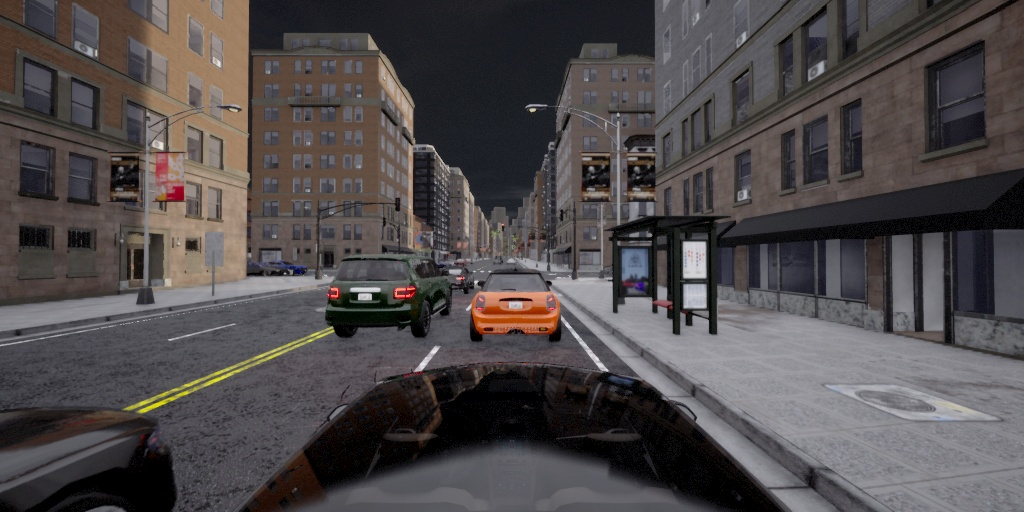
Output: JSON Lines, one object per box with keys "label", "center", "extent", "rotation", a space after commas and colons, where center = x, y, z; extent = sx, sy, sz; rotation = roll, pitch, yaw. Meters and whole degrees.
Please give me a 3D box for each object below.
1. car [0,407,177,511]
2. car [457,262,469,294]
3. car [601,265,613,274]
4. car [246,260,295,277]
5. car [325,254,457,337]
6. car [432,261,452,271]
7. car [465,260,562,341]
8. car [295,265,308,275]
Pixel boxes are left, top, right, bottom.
{"label": "car", "center": [-3.145, 1.242, 0.352], "extent": [2.128, 1.511, 4.902], "rotation": [0, 0, 0]}
{"label": "car", "center": [-3.199, 1.282, 20.108], "extent": [1.812, 1.442, 4.674], "rotation": [0, 0, 0]}
{"label": "car", "center": [12.627, 1.442, 42.166], "extent": [4.181, 1.385, 1.994], "rotation": [0, -1, 0]}
{"label": "car", "center": [-22.918, 1.175, 32.008], "extent": [5.357, 1.411, 2.033], "rotation": [0, -1, 0]}
{"label": "car", "center": [-3.171, 0.974, 10.401], "extent": [2.150, 2.045, 5.566], "rotation": [0, 0, 0]}
{"label": "car", "center": [-9.965, 1.368, 51.119], "extent": [1.895, 1.301, 4.718], "rotation": [0, 0, 0]}
{"label": "car", "center": [0.080, 1.104, 10.015], "extent": [2.097, 1.767, 4.553], "rotation": [0, 0, 0]}
{"label": "car", "center": [-22.788, 1.149, 35.258], "extent": [5.008, 1.535, 1.882], "rotation": [0, -1, 0]}
